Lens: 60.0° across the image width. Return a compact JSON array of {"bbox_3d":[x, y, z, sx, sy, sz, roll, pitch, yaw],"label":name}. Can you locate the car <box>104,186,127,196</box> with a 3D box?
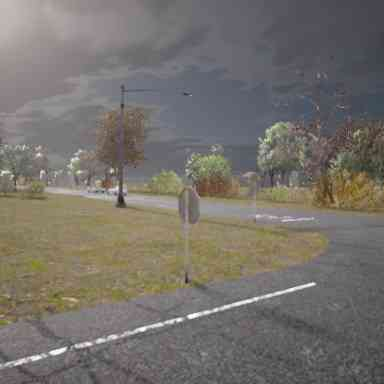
[{"bbox_3d":[-11.739,-0.211,52.222,1.812,1.442,4.674,0,2,-35],"label":"car"}]

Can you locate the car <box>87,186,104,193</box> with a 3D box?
[{"bbox_3d":[-17.328,-0.445,60.058,1.895,1.301,4.718,0,2,-35],"label":"car"}]
